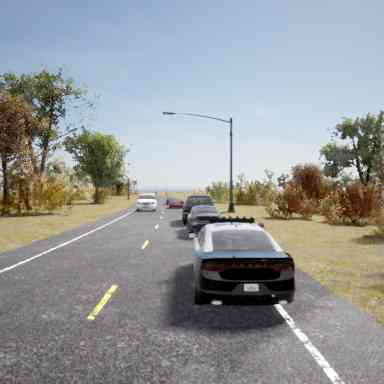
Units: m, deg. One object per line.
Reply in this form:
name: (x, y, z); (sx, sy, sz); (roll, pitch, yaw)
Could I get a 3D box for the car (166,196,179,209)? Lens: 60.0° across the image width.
car: (-2.163, 1.541, 45.509); (1.994, 1.385, 4.181); (0, 0, -4)

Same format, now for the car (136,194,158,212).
car: (-5.118, 1.205, 38.050); (2.150, 2.045, 5.566); (0, 0, -5)

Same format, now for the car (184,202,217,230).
car: (0.668, 1.499, 18.194); (1.837, 1.490, 4.892); (0, 0, -2)

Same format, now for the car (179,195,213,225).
car: (0.389, 1.212, 24.252); (2.150, 2.045, 5.566); (0, 0, -3)

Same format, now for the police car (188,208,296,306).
police car: (0.961, 1.423, 8.253); (1.930, 1.638, 5.238); (0, 0, -1)
